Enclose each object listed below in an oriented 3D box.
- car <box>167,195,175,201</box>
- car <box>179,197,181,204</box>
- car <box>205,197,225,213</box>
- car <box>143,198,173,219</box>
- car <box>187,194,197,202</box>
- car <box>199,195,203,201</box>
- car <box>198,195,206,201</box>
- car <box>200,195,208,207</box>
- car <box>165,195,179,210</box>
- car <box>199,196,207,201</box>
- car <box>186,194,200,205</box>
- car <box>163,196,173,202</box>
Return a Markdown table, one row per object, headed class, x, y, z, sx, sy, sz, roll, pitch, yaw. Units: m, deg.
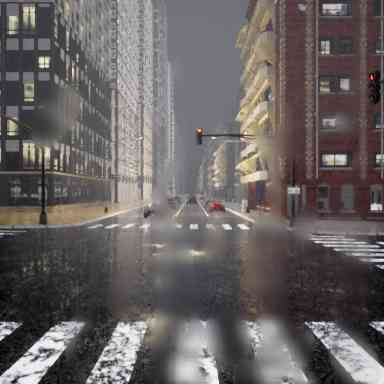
| class | x | y | z | sx | sy | sz | roll | pitch | yaw |
| --- | --- | --- | --- | --- | --- | --- | --- | --- | --- |
| car | -5.713 | 1.595 | 89.620 | 1.887 | 1.381 | 4.507 | 0 | 0 | 0 |
| car | -3.019 | 1.557 | 63.784 | 1.812 | 1.442 | 4.674 | 0 | 0 | 0 |
| car | 2.732 | 1.591 | 37.165 | 1.802 | 1.307 | 4.206 | 0 | 0 | 0 |
| car | -3.109 | 1.553 | 29.670 | 2.033 | 1.411 | 5.357 | 0 | 0 | 0 |
| car | -0.017 | 1.218 | 69.736 | 2.097 | 1.767 | 4.553 | 0 | 0 | 0 |
| car | 2.677 | 1.571 | 55.730 | 2.008 | 1.369 | 4.403 | 0 | 0 | 0 |
| car | 2.667 | 1.491 | 89.622 | 1.967 | 1.590 | 4.097 | 0 | 0 | 0 |
| car | 2.678 | 1.567 | 50.082 | 2.008 | 1.369 | 4.403 | 0 | 0 | 0 |
| car | -3.109 | 1.512 | 43.853 | 1.837 | 1.490 | 4.892 | 0 | 2 | 0 |
| car | 2.669 | 1.626 | 83.974 | 1.802 | 1.307 | 4.206 | 0 | 0 | 0 |
| car | -0.015 | 1.549 | 59.763 | 1.812 | 1.442 | 4.674 | 0 | 0 | 0 |
| car | -5.710 | 1.589 | 78.322 | 2.008 | 1.369 | 4.403 | 0 | 0 | 0 |
